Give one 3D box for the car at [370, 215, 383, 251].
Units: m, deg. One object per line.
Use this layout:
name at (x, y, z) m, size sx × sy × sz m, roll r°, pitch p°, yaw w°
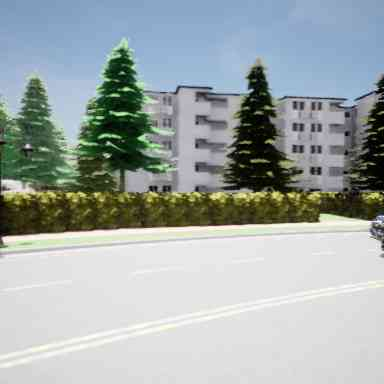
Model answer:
car at (8.811, 1.476, 11.298) m, size 4.892 × 1.490 × 1.837 m, roll 0°, pitch 0°, yaw -15°
